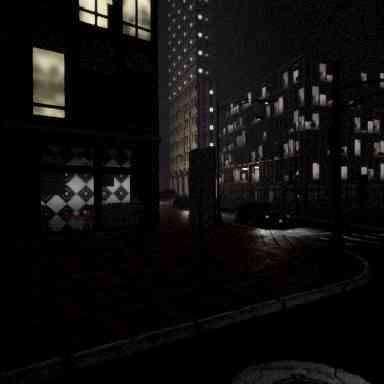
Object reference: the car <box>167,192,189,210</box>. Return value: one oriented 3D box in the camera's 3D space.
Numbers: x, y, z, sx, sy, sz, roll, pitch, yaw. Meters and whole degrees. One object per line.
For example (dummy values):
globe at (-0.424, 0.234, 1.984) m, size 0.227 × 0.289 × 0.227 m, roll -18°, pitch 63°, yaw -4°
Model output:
car at (-0.807, 1.088, 35.981) m, size 2.128 × 1.511 × 4.902 m, roll -1°, pitch 1°, yaw -18°

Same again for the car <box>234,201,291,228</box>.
car at (4.269, 1.344, 21.021) m, size 1.812 × 1.442 × 4.674 m, roll -1°, pitch 1°, yaw -19°

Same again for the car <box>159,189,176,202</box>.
car at (-4.030, 0.537, 54.624) m, size 2.150 × 2.045 × 5.566 m, roll -1°, pitch 1°, yaw -18°
